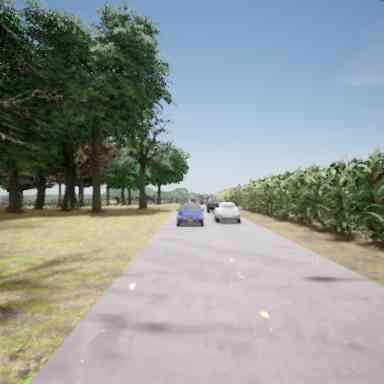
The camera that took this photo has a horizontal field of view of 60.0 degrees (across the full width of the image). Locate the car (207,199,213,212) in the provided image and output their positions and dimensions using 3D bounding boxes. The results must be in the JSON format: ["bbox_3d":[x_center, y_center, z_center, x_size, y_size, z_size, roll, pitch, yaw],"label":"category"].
[{"bbox_3d":[2.593,1.601,39.320,1.837,1.490,4.892,0,0,0],"label":"car"}]

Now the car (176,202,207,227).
[{"bbox_3d":[-0.117,1.518,23.157,1.812,1.442,4.674,0,0,0],"label":"car"}]

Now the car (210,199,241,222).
[{"bbox_3d":[2.672,1.534,26.018,1.812,1.442,4.674,0,0,0],"label":"car"}]
